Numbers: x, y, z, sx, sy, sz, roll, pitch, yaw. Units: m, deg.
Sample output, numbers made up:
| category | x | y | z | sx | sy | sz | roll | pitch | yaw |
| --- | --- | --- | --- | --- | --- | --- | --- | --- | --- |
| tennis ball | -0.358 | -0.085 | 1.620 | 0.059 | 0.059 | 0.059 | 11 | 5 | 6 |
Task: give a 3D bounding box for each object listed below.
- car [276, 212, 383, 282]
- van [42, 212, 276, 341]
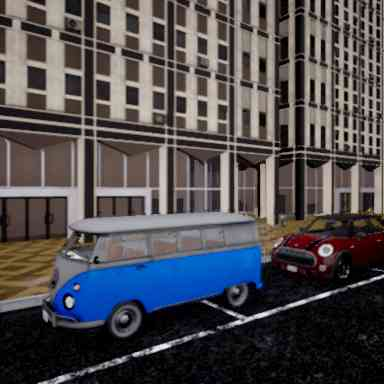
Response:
| category | x | y | z | sx | sy | sz | roll | pitch | yaw |
| --- | --- | --- | --- | --- | --- | --- | --- | --- | --- |
| car | 4.144 | 1.388 | 9.510 | 4.097 | 1.590 | 1.967 | 0 | 1 | -36 |
| van | -0.488 | 1.323 | 6.205 | 3.998 | 1.788 | 1.690 | 0 | 1 | -35 |
